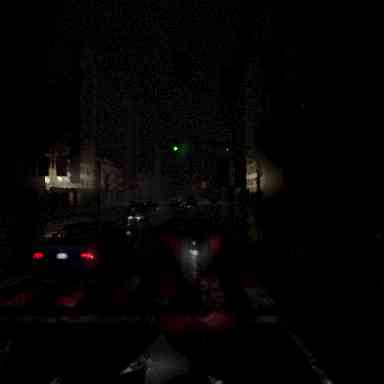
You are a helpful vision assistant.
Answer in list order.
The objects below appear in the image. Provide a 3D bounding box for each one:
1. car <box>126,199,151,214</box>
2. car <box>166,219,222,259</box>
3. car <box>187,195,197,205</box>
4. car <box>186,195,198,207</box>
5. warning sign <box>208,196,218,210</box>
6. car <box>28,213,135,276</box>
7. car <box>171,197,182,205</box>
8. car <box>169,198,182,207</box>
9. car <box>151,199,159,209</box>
[{"bbox_3d":[-6.601,1.813,39.679,2.128,1.511,4.902,0,-1,0],"label":"car"},{"bbox_3d":[0.081,1.716,13.179,1.895,1.301,4.718,0,0,0],"label":"car"},{"bbox_3d":[-0.015,1.655,72.495,2.150,2.045,5.566,0,0,0],"label":"car"},{"bbox_3d":[-0.013,1.863,62.429,2.097,1.767,4.553,0,0,0],"label":"car"},{"bbox_3d":[2.844,1.480,44.997,1.300,1.860,1.060,0,0,0],"label":"warning sign"},{"bbox_3d":[-3.171,1.639,10.651,2.033,1.411,5.357,0,0,0],"label":"car"},{"bbox_3d":[-3.265,1.954,72.461,2.128,1.511,4.902,0,0,0],"label":"car"},{"bbox_3d":[-3.263,2.075,62.457,1.994,1.385,4.181,0,0,0],"label":"car"},{"bbox_3d":[-6.574,1.929,55.411,1.882,1.535,5.008,0,-1,1],"label":"car"}]
